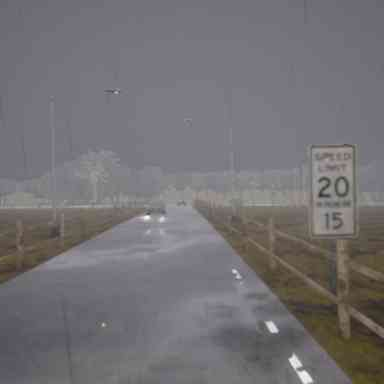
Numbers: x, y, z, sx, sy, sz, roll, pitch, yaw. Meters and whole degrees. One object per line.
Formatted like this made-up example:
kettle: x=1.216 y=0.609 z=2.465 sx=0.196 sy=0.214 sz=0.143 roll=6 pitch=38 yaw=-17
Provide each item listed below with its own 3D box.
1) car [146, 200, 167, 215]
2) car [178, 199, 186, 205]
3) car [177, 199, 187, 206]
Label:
car: x=-3.802 y=1.676 z=36.282 sx=1.837 sy=1.490 sz=4.892 roll=-1 pitch=-1 yaw=-2
car: x=-2.424 y=2.497 z=81.466 sx=1.882 sy=1.535 sz=5.008 roll=-1 pitch=-2 yaw=-2
car: x=-2.112 y=2.246 z=71.153 sx=1.812 sy=1.442 sz=4.674 roll=-1 pitch=-2 yaw=-2
